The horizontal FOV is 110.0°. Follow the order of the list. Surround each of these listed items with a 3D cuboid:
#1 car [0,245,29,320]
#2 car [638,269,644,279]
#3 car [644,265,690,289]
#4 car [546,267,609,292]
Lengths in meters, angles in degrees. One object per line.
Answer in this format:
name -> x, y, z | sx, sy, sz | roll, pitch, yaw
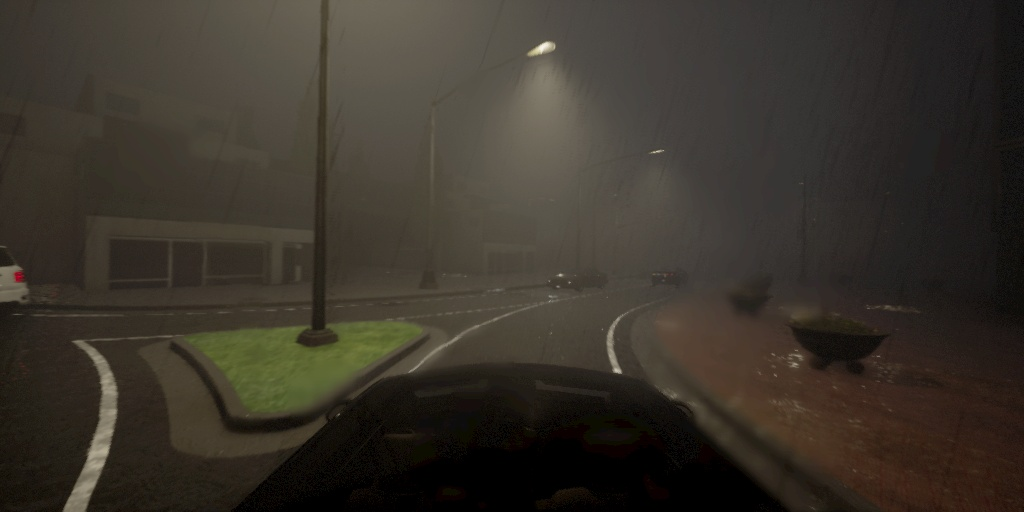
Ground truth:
car -> -15.228, 0.643, 8.546 | 5.566, 2.045, 2.150 | 1, 1, 1
car -> 14.314, 1.602, 35.835 | 2.033, 1.411, 5.357 | 1, 0, 37
car -> 11.640, 1.489, 26.150 | 2.128, 1.511, 4.902 | 1, 0, 36
car -> 4.242, 1.387, 22.394 | 2.033, 1.411, 5.357 | 1, 0, 38
